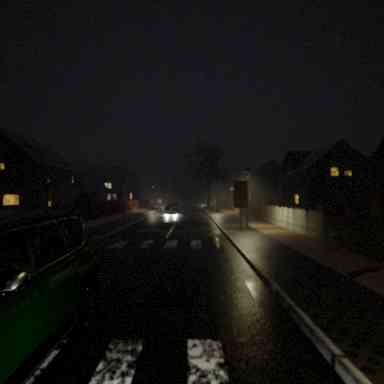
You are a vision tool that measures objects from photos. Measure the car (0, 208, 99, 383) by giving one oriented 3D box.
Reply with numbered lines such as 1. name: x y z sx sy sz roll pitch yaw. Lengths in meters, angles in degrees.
1. car: -2.745 1.279 3.888 2.150 2.045 5.566 0 0 0

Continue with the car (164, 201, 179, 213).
1. car: -2.741 1.944 45.930 2.128 1.511 4.902 0 -1 0
